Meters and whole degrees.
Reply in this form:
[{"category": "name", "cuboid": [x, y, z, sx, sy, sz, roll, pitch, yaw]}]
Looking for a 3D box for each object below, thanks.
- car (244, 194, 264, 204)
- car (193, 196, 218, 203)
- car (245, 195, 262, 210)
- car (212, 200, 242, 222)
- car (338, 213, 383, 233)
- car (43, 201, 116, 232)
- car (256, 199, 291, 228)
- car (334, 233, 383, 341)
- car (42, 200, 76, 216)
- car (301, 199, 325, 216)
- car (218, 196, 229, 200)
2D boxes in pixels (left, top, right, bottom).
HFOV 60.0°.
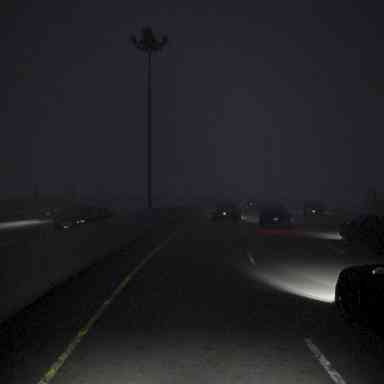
[{"category": "car", "cuboid": [11.808, 1.344, 63.342, 2.097, 1.767, 4.553, 0, 0, 36]}, {"category": "car", "cuboid": [1.868, 1.496, 53.825, 1.837, 1.490, 4.892, 0, 0, 29]}, {"category": "car", "cuboid": [8.061, 1.496, 42.121, 2.163, 1.488, 4.792, 0, 0, 23]}, {"category": "car", "cuboid": [2.851, 1.559, 26.481, 1.994, 1.385, 4.181, 0, 0, 13]}, {"category": "car", "cuboid": [7.594, 1.545, 13.208, 2.033, 1.411, 5.357, 0, 0, 6]}, {"category": "car", "cuboid": [-5.916, 1.489, 18.935, 2.128, 1.511, 4.902, 0, 0, 9]}, {"category": "car", "cuboid": [5.516, 1.474, 22.512, 1.882, 1.535, 5.008, 0, 0, 11]}, {"category": "car", "cuboid": [3.647, 1.563, 4.572, 1.994, 1.385, 4.181, 0, 0, 1]}, {"category": "car", "cuboid": [-11.065, 1.488, 29.267, 2.128, 1.511, 4.902, 0, 0, 14]}, {"category": "car", "cuboid": [11.909, 1.499, 32.745, 1.837, 1.490, 4.892, 0, 0, 19]}, {"category": "car", "cuboid": [5.888, 1.531, 67.046, 1.994, 1.385, 4.181, 0, 0, 34]}]
